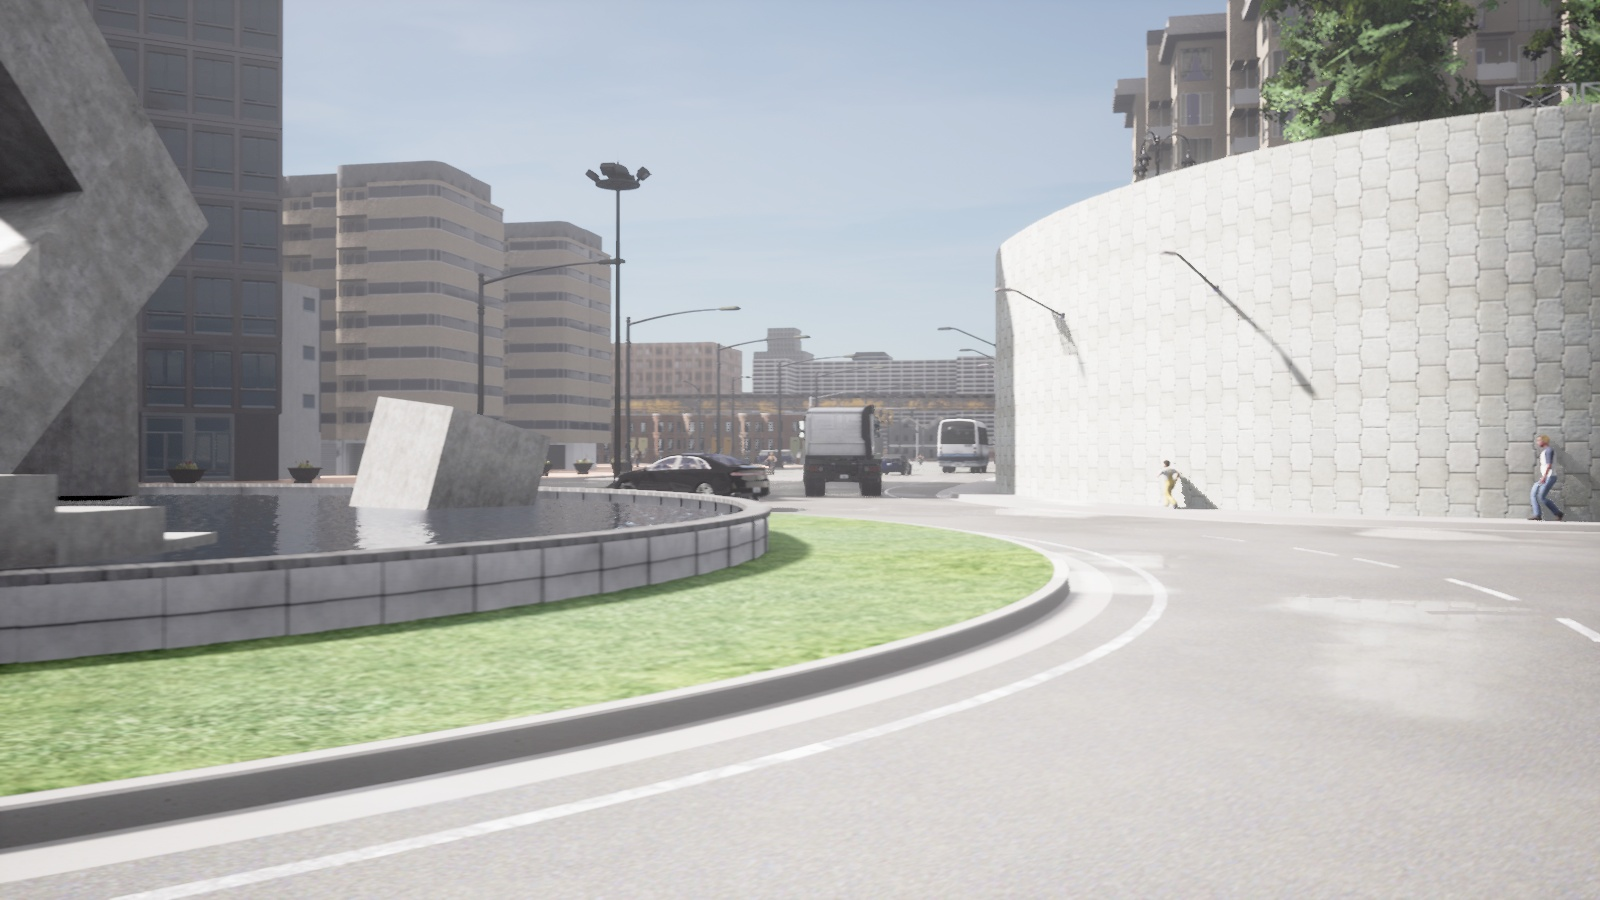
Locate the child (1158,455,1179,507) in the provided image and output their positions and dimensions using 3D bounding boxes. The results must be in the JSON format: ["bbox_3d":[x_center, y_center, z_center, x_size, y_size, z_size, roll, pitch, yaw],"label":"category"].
[{"bbox_3d":[9.099,0.759,31.022,0.270,1.263,0.437,0,0,-28],"label":"child"}]

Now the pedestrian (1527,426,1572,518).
[{"bbox_3d":[15.111,0.444,25.326,0.706,1.836,0.354,0,0,17],"label":"pedestrian"}]

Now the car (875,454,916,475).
[{"bbox_3d":[6.854,1.026,89.688,2.163,1.488,4.792,0,0,13],"label":"car"}]

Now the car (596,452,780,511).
[{"bbox_3d":[-3.140,0.826,34.636,4.902,1.511,2.128,0,0,37],"label":"car"}]

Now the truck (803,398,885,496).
[{"bbox_3d":[1.601,-0.079,48.353,2.891,3.462,7.936,0,0,1],"label":"truck"}]
